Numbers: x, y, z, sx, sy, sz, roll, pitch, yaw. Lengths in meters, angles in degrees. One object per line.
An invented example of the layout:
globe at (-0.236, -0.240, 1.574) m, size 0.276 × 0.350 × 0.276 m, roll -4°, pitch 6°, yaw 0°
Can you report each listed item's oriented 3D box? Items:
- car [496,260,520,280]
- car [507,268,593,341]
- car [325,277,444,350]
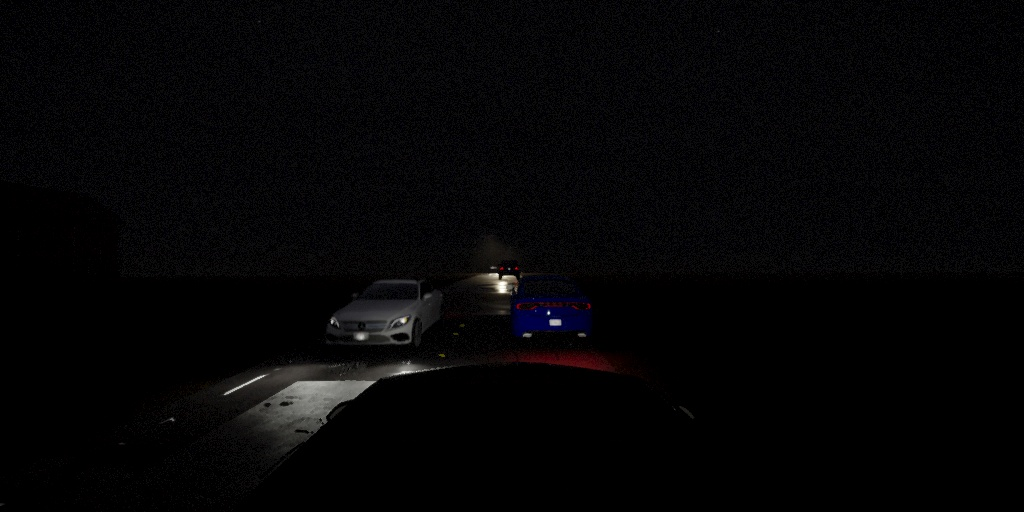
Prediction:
car at (-0.299, 1.444, 38.005) m, size 2.150 × 2.045 × 5.566 m, roll 0°, pitch -1°, yaw -1°
car at (0.881, 1.254, 9.970) m, size 1.882 × 1.535 × 5.008 m, roll 0°, pitch 0°, yaw -1°
car at (-2.938, 1.298, 9.268) m, size 1.812 × 1.442 × 4.674 m, roll 0°, pitch 0°, yaw 0°
